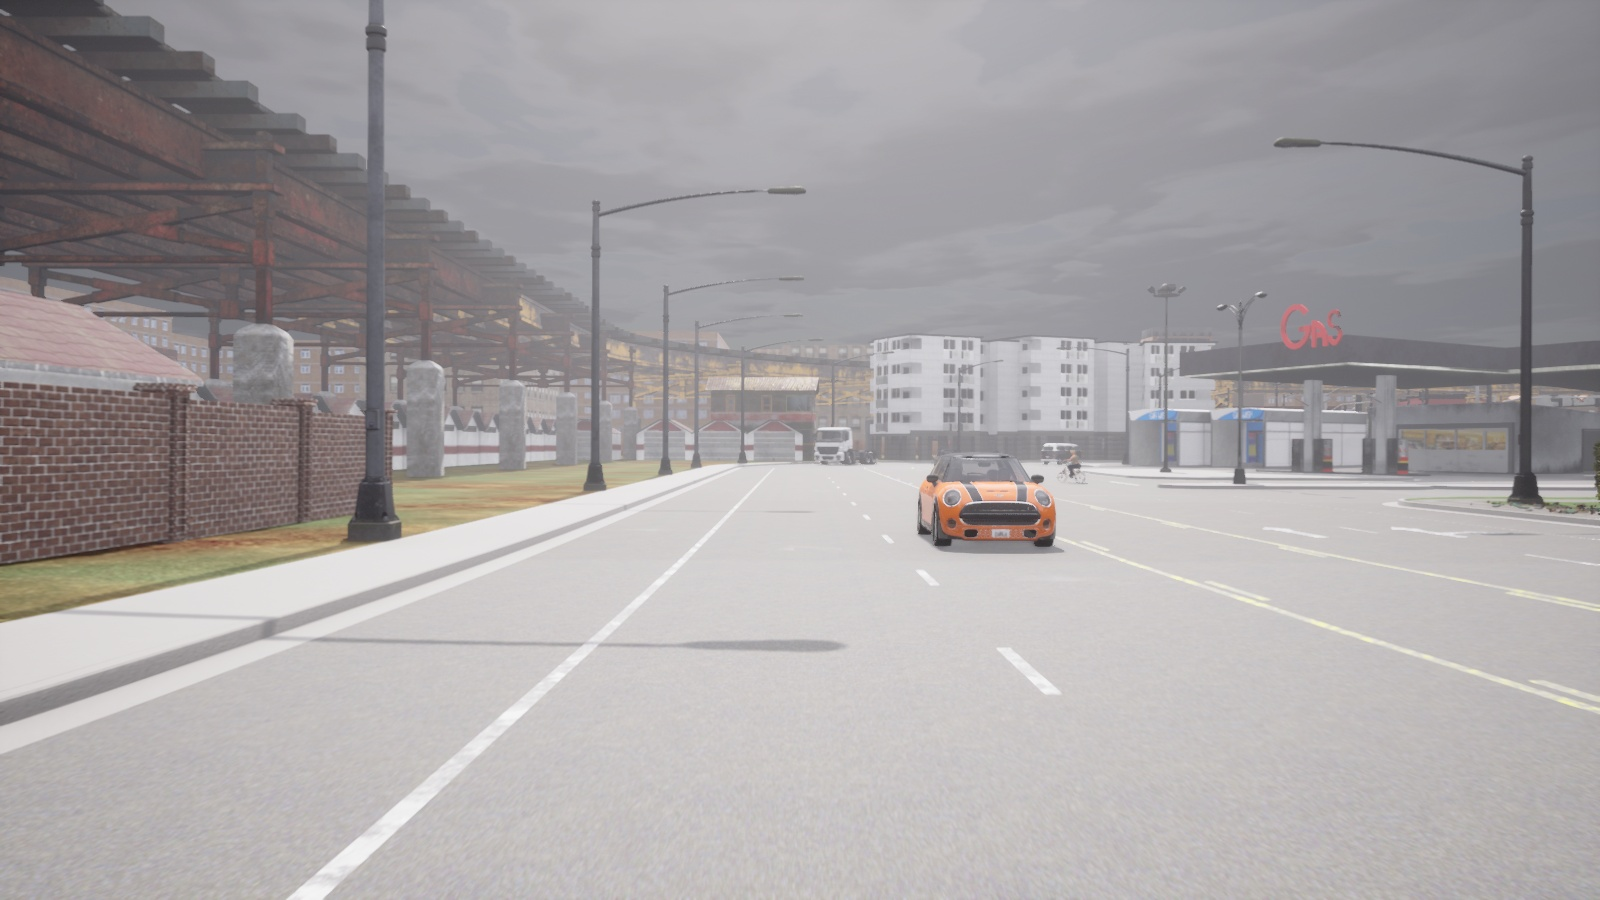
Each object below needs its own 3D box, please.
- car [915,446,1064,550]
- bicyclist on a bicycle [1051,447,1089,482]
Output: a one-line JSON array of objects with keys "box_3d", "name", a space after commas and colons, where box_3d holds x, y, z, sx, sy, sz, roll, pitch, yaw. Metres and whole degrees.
[{"box_3d": [3.446, 0.815, 23.732, 2.097, 1.767, 4.553, 0, 0, 0], "name": "car"}, {"box_3d": [13.024, 0.696, 60.625, 1.509, 1.612, 0.866, 0, -3, 41], "name": "bicyclist on a bicycle"}]
